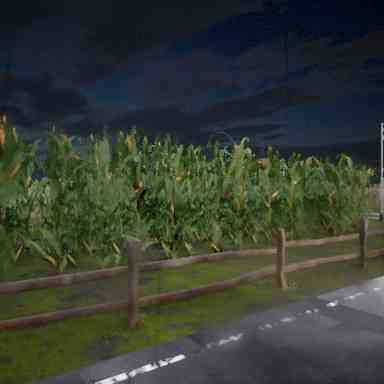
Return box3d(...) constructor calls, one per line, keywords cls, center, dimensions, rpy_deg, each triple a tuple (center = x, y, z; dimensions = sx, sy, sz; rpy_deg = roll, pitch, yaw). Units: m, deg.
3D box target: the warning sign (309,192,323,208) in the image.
box3d(cls="warning sign", center=(14.903, 0.988, 39.887), dimensions=(1.300, 1.860, 1.060), rpy_deg=(-1, 0, -36))
